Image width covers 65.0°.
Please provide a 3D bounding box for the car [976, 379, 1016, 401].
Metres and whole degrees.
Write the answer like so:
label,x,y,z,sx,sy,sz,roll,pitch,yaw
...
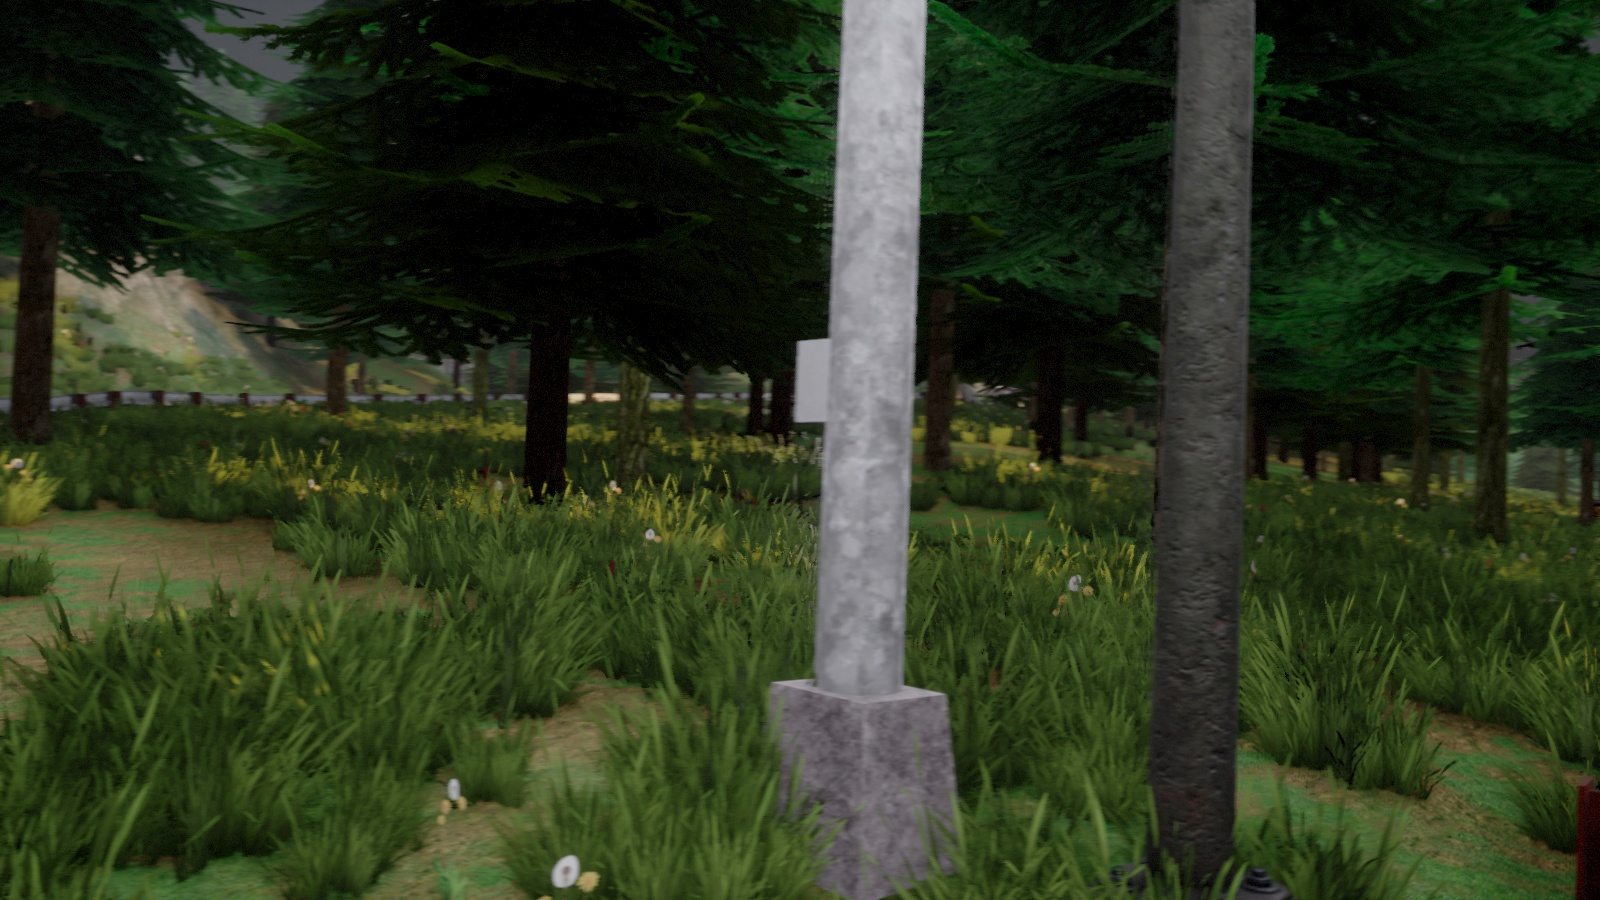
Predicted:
label,x,y,z,sx,sy,sz,roll,pitch,yaw
car,13.252,-4.026,84.594,1.812,1.442,4.674,1,3,20
